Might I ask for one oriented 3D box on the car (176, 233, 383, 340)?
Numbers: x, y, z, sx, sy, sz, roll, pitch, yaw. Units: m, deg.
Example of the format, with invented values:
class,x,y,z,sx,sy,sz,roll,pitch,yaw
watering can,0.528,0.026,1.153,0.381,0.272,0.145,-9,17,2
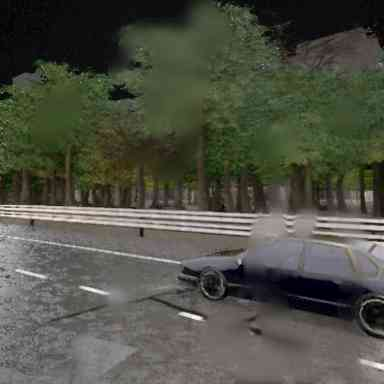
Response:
class,x,y,z,sx,sy,sz,roll,pitch,yaw
car,2.268,1.550,6.550,5.357,1.411,2.033,0,0,36
